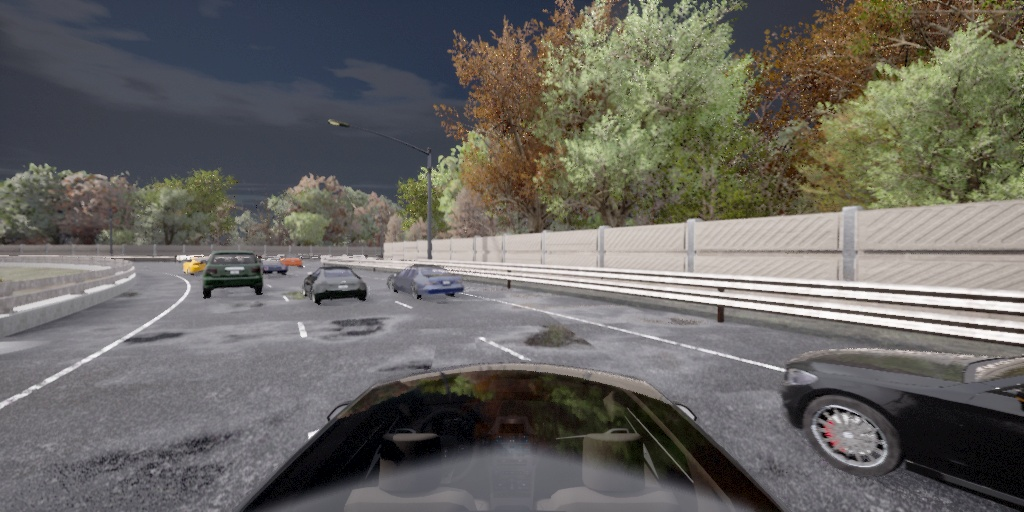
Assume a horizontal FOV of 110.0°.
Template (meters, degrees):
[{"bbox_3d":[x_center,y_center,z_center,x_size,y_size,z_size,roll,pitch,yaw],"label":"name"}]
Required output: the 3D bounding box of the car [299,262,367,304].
[{"bbox_3d":[-7.713,1.144,15.492,1.994,1.385,4.181,0,1,-36],"label":"car"}]

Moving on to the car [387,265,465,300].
[{"bbox_3d":[-4.163,1.116,16.686,2.033,1.411,5.357,0,1,-36],"label":"car"}]

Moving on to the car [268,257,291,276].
[{"bbox_3d":[-20.422,0.998,29.978,4.718,1.301,1.895,1,1,44],"label":"car"}]

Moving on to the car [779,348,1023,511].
[{"bbox_3d":[4.572,1.273,2.318,1.812,1.442,4.674,0,1,-28],"label":"car"}]

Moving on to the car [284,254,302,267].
[{"bbox_3d":[-27.704,0.565,44.985,2.097,1.767,4.553,0,1,-36],"label":"car"}]

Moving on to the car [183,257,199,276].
[{"bbox_3d":[-27.254,0.851,31.380,5.008,1.535,1.882,1,1,41],"label":"car"}]

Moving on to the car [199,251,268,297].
[{"bbox_3d":[-13.710,0.771,17.593,2.150,2.045,5.566,0,1,-39],"label":"car"}]
